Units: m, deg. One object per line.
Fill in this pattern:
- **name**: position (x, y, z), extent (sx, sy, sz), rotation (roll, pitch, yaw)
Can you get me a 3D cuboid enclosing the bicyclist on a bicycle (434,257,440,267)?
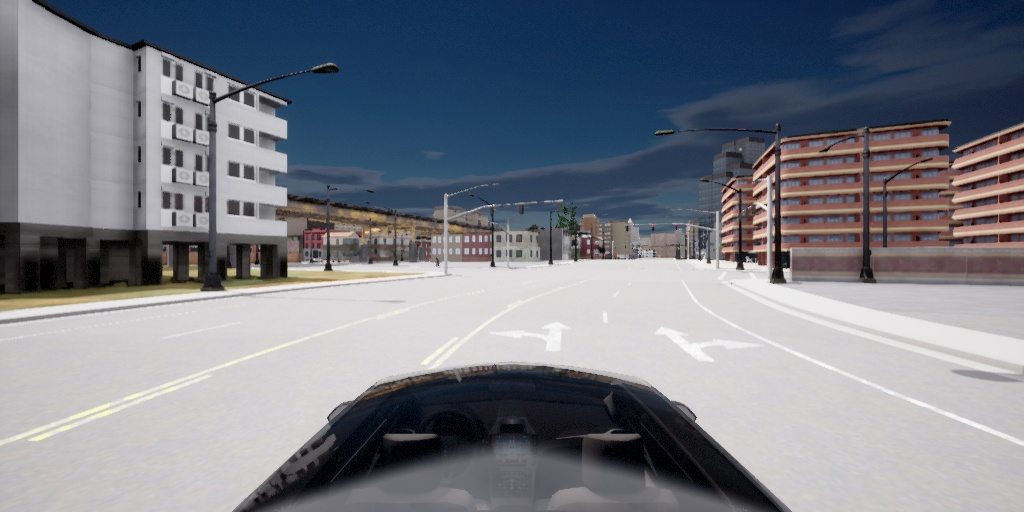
- **bicyclist on a bicycle**: position (-12.534, 1.028, 60.091), extent (0.582, 1.620, 1.656), rotation (0, 0, 22)
